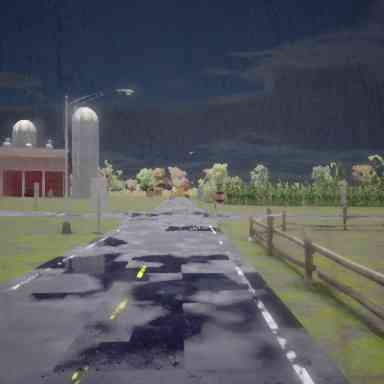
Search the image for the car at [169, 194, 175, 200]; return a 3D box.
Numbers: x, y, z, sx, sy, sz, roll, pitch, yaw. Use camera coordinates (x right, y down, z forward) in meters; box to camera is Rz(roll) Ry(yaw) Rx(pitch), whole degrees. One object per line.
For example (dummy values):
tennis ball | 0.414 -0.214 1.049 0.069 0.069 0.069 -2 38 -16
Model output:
car | -5.689 1.468 94.878 1.837 1.490 4.892 0 0 -3
